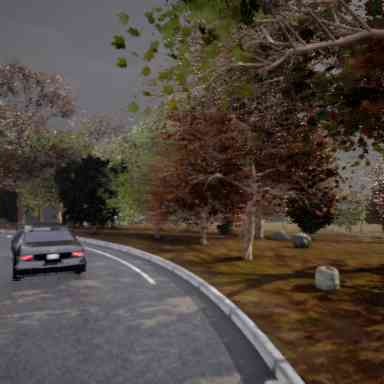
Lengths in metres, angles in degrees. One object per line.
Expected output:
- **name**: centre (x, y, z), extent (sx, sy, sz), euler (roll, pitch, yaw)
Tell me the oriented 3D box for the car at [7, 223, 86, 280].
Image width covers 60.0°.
- **car**: centre (-4.722, 1.697, 10.560), extent (2.033, 1.411, 5.357), euler (1, -1, -29)
